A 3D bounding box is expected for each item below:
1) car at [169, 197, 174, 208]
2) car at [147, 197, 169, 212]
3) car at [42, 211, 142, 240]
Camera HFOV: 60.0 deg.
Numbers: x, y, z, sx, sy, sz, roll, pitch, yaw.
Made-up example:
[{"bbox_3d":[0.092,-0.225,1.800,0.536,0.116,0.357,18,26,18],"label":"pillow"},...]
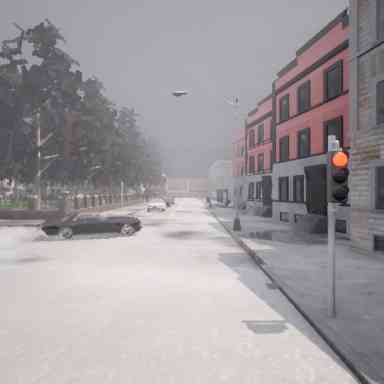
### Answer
[{"bbox_3d":[-4.056,1.601,49.026,1.895,1.301,4.718,0,0,0],"label":"car"},{"bbox_3d":[-4.055,1.526,38.931,1.812,1.442,4.674,0,0,0],"label":"car"},{"bbox_3d":[-4.937,1.601,16.729,4.718,1.301,1.895,0,0,-21],"label":"car"}]
